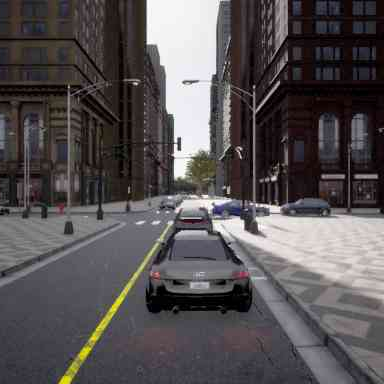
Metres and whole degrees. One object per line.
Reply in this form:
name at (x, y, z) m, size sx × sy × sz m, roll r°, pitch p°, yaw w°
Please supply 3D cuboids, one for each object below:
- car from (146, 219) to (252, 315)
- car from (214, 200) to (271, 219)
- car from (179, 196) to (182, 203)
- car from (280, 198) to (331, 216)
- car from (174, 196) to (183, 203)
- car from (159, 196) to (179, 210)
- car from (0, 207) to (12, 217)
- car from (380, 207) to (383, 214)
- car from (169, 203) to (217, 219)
car at (0.105, 1.564, 7.686) m, size 1.994 × 1.385 × 4.181 m, roll 0°, pitch 0°, yaw -1°
car at (4.281, 1.487, 28.846) m, size 5.008 × 1.535 × 1.882 m, roll 0°, pitch 0°, yaw 0°
car at (-3.108, 1.495, 52.810) m, size 2.128 × 1.511 × 4.902 m, roll 0°, pitch 0°, yaw 0°
car at (10.852, 1.389, 32.082) m, size 4.553 × 1.767 × 2.097 m, roll 0°, pitch 0°, yaw 1°
car at (-3.024, 1.551, 73.457) m, size 1.812 × 1.442 × 4.674 m, roll 0°, pitch 0°, yaw 0°
car at (-3.105, 1.548, 43.049) m, size 2.033 × 1.411 × 5.357 m, roll 0°, pitch 0°, yaw 0°
car at (-18.723, 1.485, 28.848) m, size 5.357 × 1.411 × 2.033 m, roll 0°, pitch 0°, yaw 0°
car at (20.508, 1.631, 32.048) m, size 4.181 × 1.385 × 1.994 m, roll 0°, pitch 0°, yaw 0°
car at (0.055, 1.505, 16.593) m, size 1.837 × 1.490 × 4.892 m, roll 0°, pitch 0°, yaw 0°
